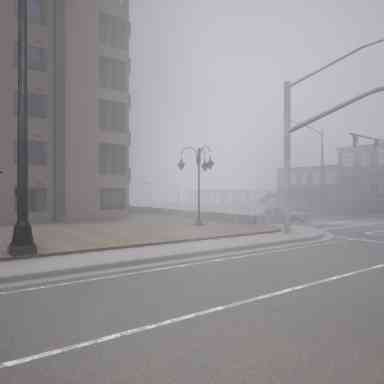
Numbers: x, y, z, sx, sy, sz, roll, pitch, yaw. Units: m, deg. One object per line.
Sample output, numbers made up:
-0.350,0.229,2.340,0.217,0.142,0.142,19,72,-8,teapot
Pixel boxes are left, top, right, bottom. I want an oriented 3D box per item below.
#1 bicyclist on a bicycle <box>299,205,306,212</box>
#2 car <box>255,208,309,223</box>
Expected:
13.575,2.464,40.693,1.656,1.620,0.582,0,-8,-35,bicyclist on a bicycle
7.958,2.096,29.830,1.895,1.301,4.718,0,-4,-36,car
